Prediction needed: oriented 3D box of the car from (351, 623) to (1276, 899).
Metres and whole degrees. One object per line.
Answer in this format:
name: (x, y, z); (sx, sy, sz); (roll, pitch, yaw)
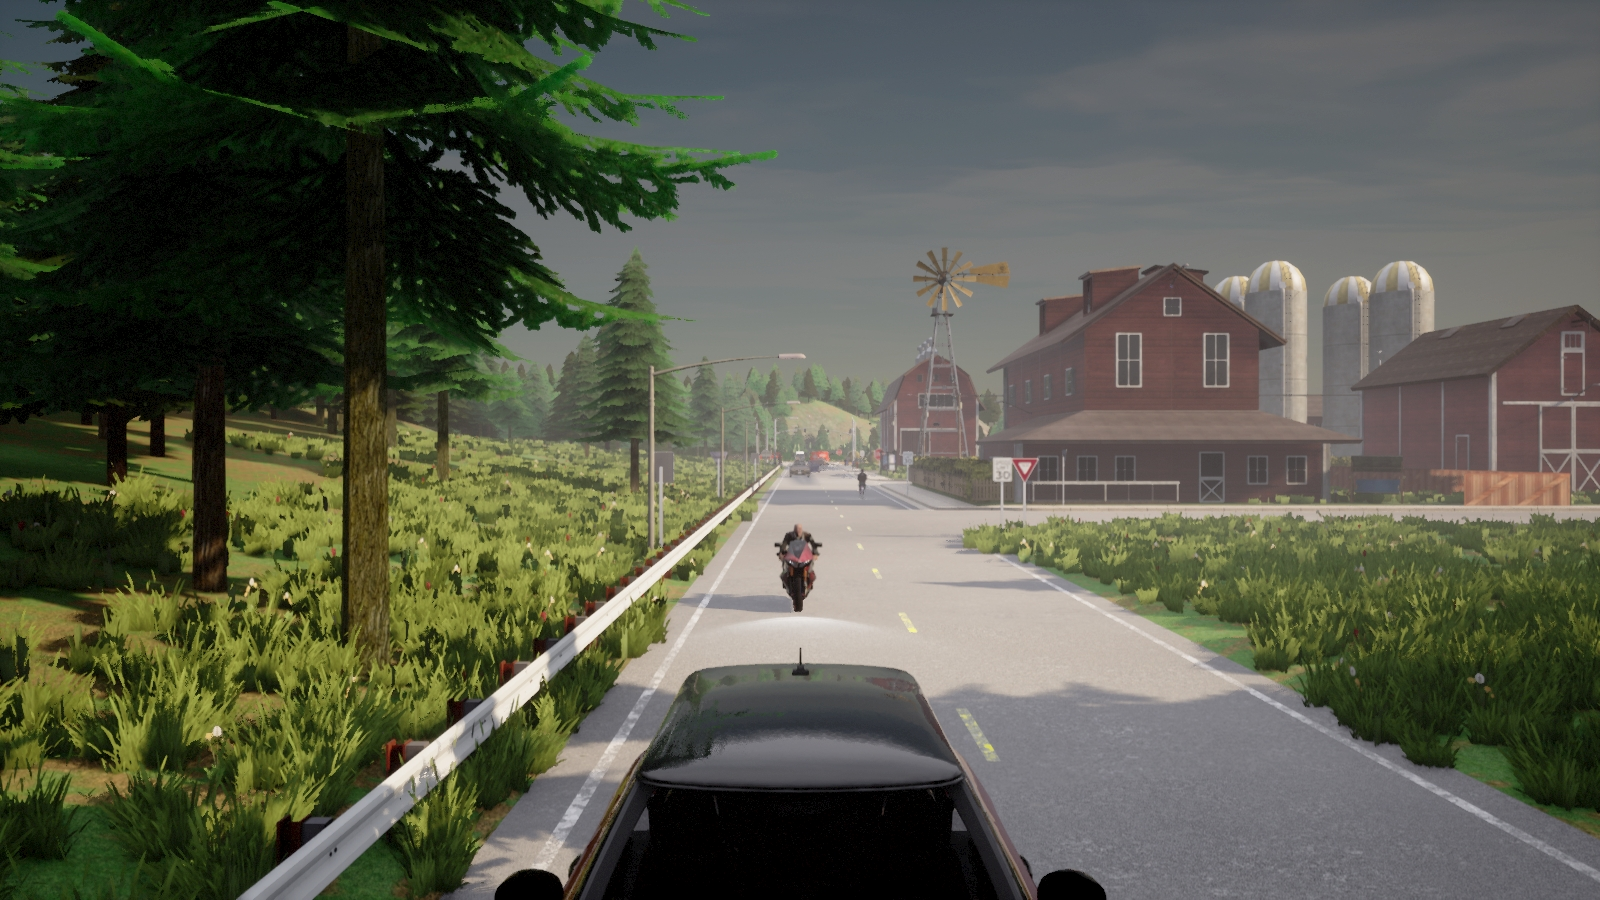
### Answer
car: (0.033, 1.907, 4.501); (2.097, 1.767, 4.553); (0, 0, 0)

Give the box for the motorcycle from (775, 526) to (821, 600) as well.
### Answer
motorcycle: (-0.046, 2.207, 22.752); (0.867, 1.251, 2.209); (0, 0, 0)

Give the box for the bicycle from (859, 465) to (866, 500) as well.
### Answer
bicycle: (3.513, 1.842, 64.506); (0.329, 1.919, 1.835); (0, 0, 0)
